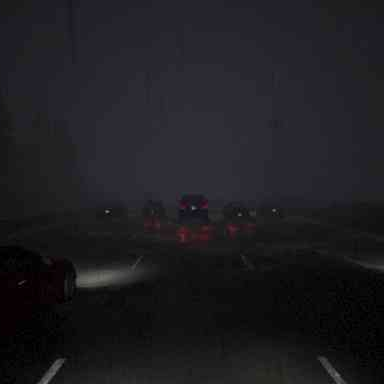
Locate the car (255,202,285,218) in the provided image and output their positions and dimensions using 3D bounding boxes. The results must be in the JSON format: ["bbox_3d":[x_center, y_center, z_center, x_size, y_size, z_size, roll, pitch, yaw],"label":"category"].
[{"bbox_3d":[7.099,1.561,30.683,1.994,1.385,4.181,0,0,0],"label":"car"}]

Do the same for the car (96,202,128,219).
[{"bbox_3d":[-6.902,1.560,29.079,1.994,1.385,4.181,0,0,0],"label":"car"}]

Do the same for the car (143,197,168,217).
[{"bbox_3d":[-3.401,1.488,31.113,2.128,1.511,4.902,0,0,0],"label":"car"}]

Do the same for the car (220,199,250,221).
[{"bbox_3d":[3.601,1.523,27.357,1.812,1.442,4.674,0,0,0],"label":"car"}]

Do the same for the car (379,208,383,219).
[{"bbox_3d":[15.921,1.211,24.033,3.866,1.878,1.905,0,0,0],"label":"car"}]

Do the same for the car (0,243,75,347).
[{"bbox_3d":[-3.398,1.525,5.230,1.812,1.442,4.674,0,0,0],"label":"car"}]

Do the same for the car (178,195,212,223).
[{"bbox_3d":[0.100,1.216,25.752,2.150,2.045,5.566,0,0,0],"label":"car"}]

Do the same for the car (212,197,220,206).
[{"bbox_3d":[3.597,1.485,52.505,2.128,1.511,4.902,0,0,0],"label":"car"}]

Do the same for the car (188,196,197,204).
[{"bbox_3d":[0.094,1.518,65.707,1.812,1.442,4.674,0,0,0],"label":"car"}]

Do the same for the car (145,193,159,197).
[{"bbox_3d":[-6.903,1.214,56.773,2.150,2.045,5.566,0,0,0],"label":"car"}]
